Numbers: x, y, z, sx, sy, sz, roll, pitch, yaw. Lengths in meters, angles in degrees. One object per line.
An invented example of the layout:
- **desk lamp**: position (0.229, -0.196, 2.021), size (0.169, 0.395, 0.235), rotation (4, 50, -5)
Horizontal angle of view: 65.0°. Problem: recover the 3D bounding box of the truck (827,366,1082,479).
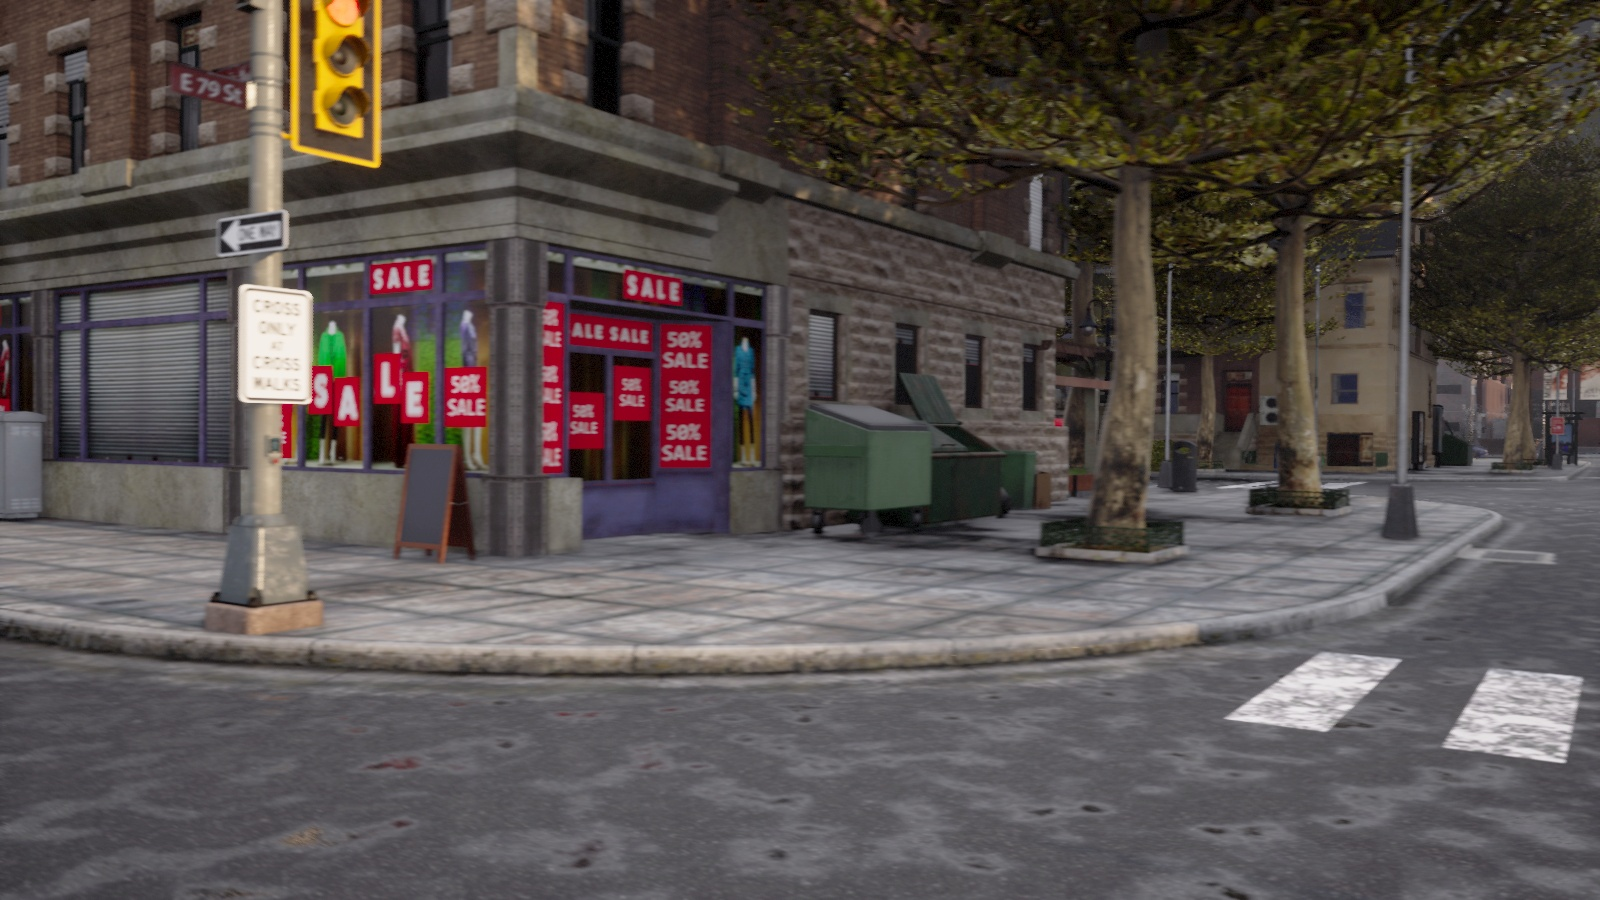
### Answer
- **truck**: position (5.052, -0.867, 41.775), size (7.936, 3.462, 2.891), rotation (0, 1, 34)
